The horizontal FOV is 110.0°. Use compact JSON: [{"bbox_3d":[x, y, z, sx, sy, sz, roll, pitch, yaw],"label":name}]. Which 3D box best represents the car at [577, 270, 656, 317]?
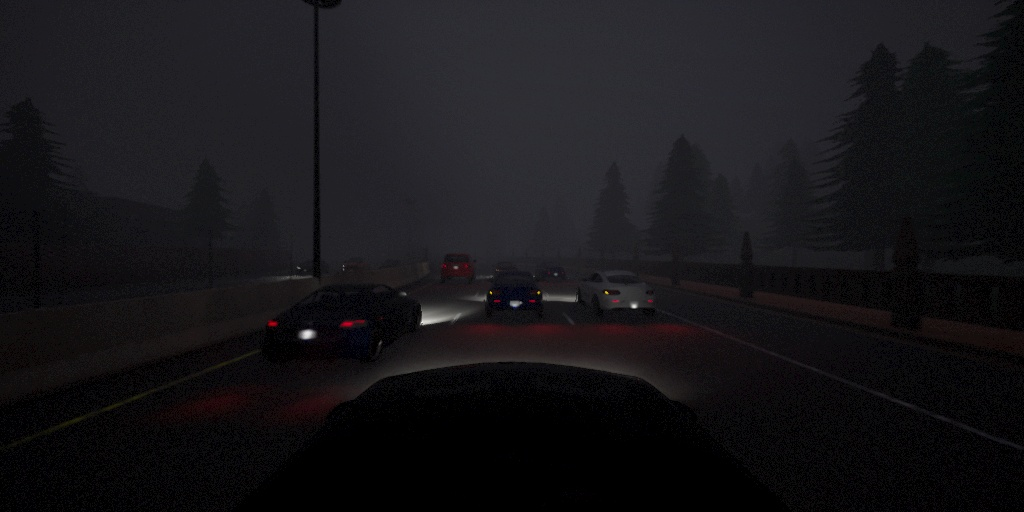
[{"bbox_3d":[3.576,1.211,12.827,1.812,1.442,4.674,0,0,0],"label":"car"}]

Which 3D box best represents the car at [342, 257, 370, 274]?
[{"bbox_3d":[-16.411,0.894,37.812,2.097,1.767,4.553,0,0,-13],"label":"car"}]

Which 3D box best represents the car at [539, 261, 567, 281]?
[{"bbox_3d":[2.936,1.123,28.125,1.812,1.442,4.674,0,0,-6],"label":"car"}]

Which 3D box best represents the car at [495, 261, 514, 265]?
[{"bbox_3d":[-0.576,1.123,28.089,1.812,1.442,4.674,0,0,-6],"label":"car"}]

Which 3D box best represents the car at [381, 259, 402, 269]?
[{"bbox_3d":[-13.072,1.081,39.137,2.033,1.411,5.357,0,0,-13],"label":"car"}]

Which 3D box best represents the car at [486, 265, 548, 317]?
[{"bbox_3d":[0.076,1.212,12.797,1.812,1.442,4.674,0,0,0],"label":"car"}]

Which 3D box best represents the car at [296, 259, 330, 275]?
[{"bbox_3d":[-19.428,1.063,35.199,1.837,1.490,4.892,0,0,-12],"label":"car"}]

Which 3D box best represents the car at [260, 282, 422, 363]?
[{"bbox_3d":[-3.433,1.277,8.041,1.994,1.385,4.181,0,0,0],"label":"car"}]

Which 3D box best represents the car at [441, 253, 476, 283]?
[{"bbox_3d":[-3.858,0.829,26.131,2.150,2.045,5.566,0,0,-4],"label":"car"}]
